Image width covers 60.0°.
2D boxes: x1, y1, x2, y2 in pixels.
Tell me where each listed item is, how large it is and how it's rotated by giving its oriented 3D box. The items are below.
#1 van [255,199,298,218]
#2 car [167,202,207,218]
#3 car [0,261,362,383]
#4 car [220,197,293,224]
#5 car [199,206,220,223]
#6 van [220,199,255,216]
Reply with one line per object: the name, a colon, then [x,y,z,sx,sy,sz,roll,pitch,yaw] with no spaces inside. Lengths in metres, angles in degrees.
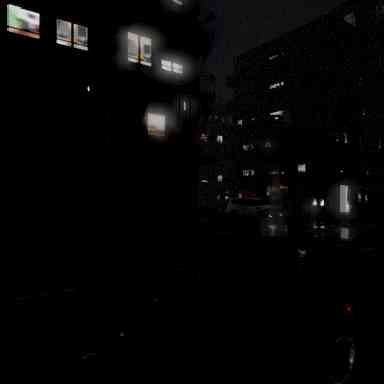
van: [8.469,1.603,33.584,1.690,1.788,3.998,-1,0,-36]
car: [-0.643,1.860,36.210,1.882,1.535,5.008,0,-1,-36]
car: [0.031,1.564,3.710,4.181,1.385,1.994,0,0,-36]
car: [5.297,1.472,28.146,2.150,2.045,5.566,0,-1,-36]
car: [1.738,1.875,28.655,1.802,1.307,4.206,-1,0,-36]
van: [5.146,1.677,38.094,1.690,1.788,3.998,-1,0,-36]
